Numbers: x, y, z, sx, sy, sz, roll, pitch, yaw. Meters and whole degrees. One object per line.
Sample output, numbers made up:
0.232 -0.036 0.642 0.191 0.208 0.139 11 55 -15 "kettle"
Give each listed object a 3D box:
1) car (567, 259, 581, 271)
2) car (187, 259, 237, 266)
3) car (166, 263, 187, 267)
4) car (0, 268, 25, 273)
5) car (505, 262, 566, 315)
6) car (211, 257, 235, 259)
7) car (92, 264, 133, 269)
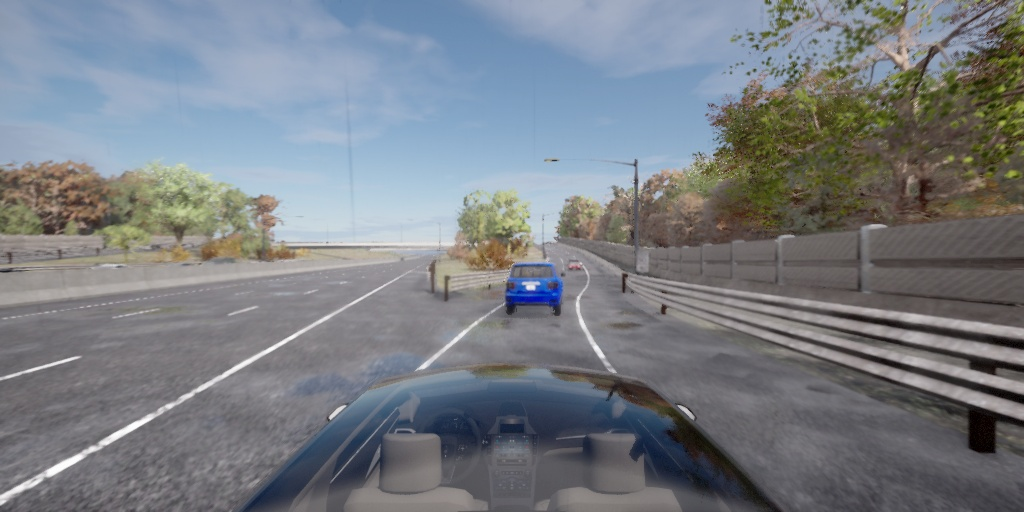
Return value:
9.729 1.564 55.851 1.895 1.301 4.718 0 2 9 "car"
-31.225 1.418 37.963 2.128 1.511 4.902 0 0 -11 "car"
-34.653 1.476 37.273 1.812 1.442 4.674 0 0 -11 "car"
-27.087 1.393 18.084 1.837 1.490 4.892 0 0 -12 "car"
1.112 1.288 15.595 2.150 2.045 5.566 -1 -1 9 "car"
-40.919 1.229 50.261 2.150 2.045 5.566 0 0 -12 "car"
-37.433 1.493 33.421 1.812 1.442 4.674 0 0 -11 "car"
